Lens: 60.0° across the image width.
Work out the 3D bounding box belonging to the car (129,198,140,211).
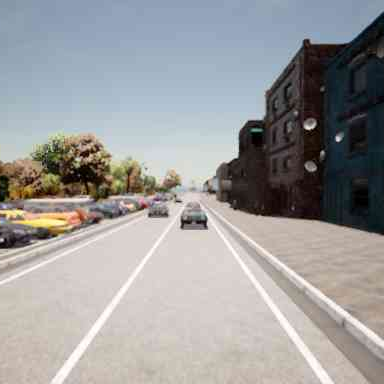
[{"bbox_3d":[-9.486,1.831,40.144,5.366,1.575,1.946,0,0,0],"label":"car"}]

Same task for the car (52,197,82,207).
[{"bbox_3d":[-22.280,1.830,59.589,4.553,1.767,2.185,0,0,0],"label":"car"}]

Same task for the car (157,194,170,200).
[{"bbox_3d":[-9.173,1.992,91.168,4.792,1.488,2.163,0,0,1],"label":"car"}]

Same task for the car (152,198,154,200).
[{"bbox_3d":[-9.199,1.924,54.058,4.892,1.521,2.231,0,0,0],"label":"car"}]

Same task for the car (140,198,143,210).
[{"bbox_3d":[-9.275,1.853,42.925,4.892,1.521,2.231,0,0,0],"label":"car"}]

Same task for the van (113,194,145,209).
[{"bbox_3d":[-9.146,1.645,45.710,4.442,1.987,1.878,0,0,0],"label":"van"}]

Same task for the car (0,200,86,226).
[{"bbox_3d":[-9.401,1.568,20.660,4.553,1.767,2.185,0,0,0],"label":"car"}]

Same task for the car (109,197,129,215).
[{"bbox_3d":[-9.307,1.671,34.576,4.553,1.767,2.185,0,0,0],"label":"car"}]

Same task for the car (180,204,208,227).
[{"bbox_3d":[0.139,1.808,24.592,1.895,1.301,4.718,0,0,0],"label":"car"}]

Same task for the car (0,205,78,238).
[{"bbox_3d":[-9.266,1.669,17.875,5.366,1.575,1.946,0,0,0],"label":"car"}]

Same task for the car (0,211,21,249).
[{"bbox_3d":[-9.484,1.627,12.310,5.008,1.535,2.097,0,0,0],"label":"car"}]

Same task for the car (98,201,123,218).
[{"bbox_3d":[-9.359,1.817,31.792,4.674,1.452,2.002,0,0,0],"label":"car"}]

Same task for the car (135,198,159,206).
[{"bbox_3d":[-9.127,2.051,67.832,4.674,1.452,2.002,-1,0,1],"label":"car"}]

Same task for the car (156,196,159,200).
[{"bbox_3d":[-9.178,2.006,62.408,4.792,1.488,2.163,0,0,0],"label":"car"}]

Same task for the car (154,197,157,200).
[{"bbox_3d":[-9.170,1.999,59.624,4.674,1.452,2.002,0,0,0],"label":"car"}]

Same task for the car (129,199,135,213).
[{"bbox_3d":[-9.325,1.816,37.360,4.892,1.521,2.231,0,0,0],"label":"car"}]

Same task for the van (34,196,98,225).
[{"bbox_3d":[-9.296,1.489,23.381,4.442,1.987,1.878,0,0,0],"label":"van"}]

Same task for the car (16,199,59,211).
[{"bbox_3d":[-22.509,1.882,48.450,5.366,1.575,1.946,0,0,0],"label":"car"}]

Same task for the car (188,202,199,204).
[{"bbox_3d":[0.194,1.886,41.573,1.994,1.385,4.181,0,0,0],"label":"car"}]

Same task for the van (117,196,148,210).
[{"bbox_3d":[-9.109,1.679,51.152,4.442,1.987,1.878,0,0,0],"label":"van"}]

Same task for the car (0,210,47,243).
[{"bbox_3d":[-9.473,1.690,15.093,4.674,1.452,2.002,0,0,0],"label":"car"}]

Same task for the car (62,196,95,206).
[{"bbox_3d":[-22.238,1.740,65.284,5.566,2.045,2.435,0,0,0],"label":"car"}]

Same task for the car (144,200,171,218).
[{"bbox_3d":[-3.279,1.833,33.476,1.994,1.385,4.181,0,0,0],"label":"car"}]

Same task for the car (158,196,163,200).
[{"bbox_3d":[-8.945,1.991,65.189,5.366,1.575,1.946,0,0,0],"label":"car"}]

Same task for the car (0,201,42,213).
[{"bbox_3d":[-22.331,1.880,43.002,4.792,1.488,2.163,0,0,0],"label":"car"}]

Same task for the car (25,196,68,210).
[{"bbox_3d":[-22.333,1.651,51.235,5.566,2.045,2.435,0,0,0],"label":"car"}]

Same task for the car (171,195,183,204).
[{"bbox_3d":[-3.049,2.010,74.606,1.895,1.301,4.718,0,0,0],"label":"car"}]

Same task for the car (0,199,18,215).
[{"bbox_3d":[-22.430,1.688,37.436,4.553,1.767,2.185,0,0,0],"label":"car"}]

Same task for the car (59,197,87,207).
[{"bbox_3d":[-22.261,1.848,62.373,4.553,1.767,2.185,0,0,0],"label":"car"}]

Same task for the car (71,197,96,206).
[{"bbox_3d":[-22.160,1.884,68.068,4.553,1.767,2.185,0,0,0],"label":"car"}]

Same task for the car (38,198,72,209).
[{"bbox_3d":[-22.254,1.796,54.143,4.553,1.767,2.185,0,0,0],"label":"car"}]

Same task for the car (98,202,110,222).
[{"bbox_3d":[-9.365,1.766,26.226,4.792,1.488,2.163,0,0,0],"label":"car"}]

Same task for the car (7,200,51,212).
[{"bbox_3d":[-22.347,1.868,45.789,5.008,1.535,2.097,0,0,0],"label":"car"}]

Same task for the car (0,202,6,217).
[{"bbox_3d":[-22.424,1.796,34.649,4.892,1.521,2.231,0,0,0],"label":"car"}]

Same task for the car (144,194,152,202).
[{"bbox_3d":[-9.215,1.637,48.493,5.566,2.045,2.435,0,0,0],"label":"car"}]
